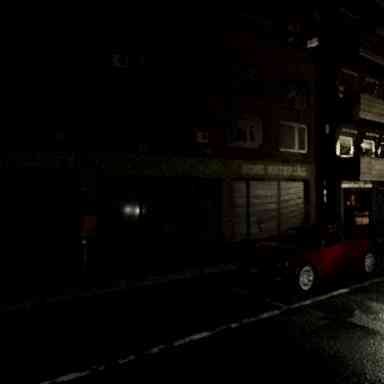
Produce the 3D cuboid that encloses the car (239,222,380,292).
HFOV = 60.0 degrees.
[{"bbox_3d":[3.242,1.535,8.882,4.507,1.381,1.887,0,0,-35],"label":"car"}]
